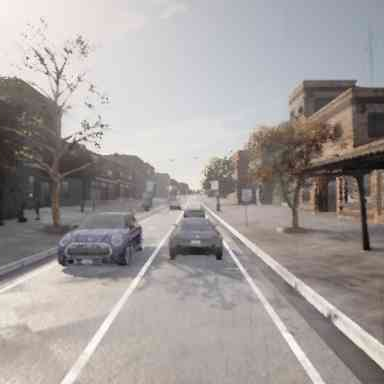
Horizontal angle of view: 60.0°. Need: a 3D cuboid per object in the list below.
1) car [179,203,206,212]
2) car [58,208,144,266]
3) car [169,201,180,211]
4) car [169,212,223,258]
[{"bbox_3d":[0.208,1.903,29.310,2.128,1.511,4.902,0,-1,0],"label":"car"},{"bbox_3d":[-3.057,1.493,12.006,2.097,1.767,4.553,0,-1,0],"label":"car"},{"bbox_3d":[-2.844,2.282,55.851,1.882,1.535,5.008,0,-1,1],"label":"car"},{"bbox_3d":[0.148,1.726,13.403,1.994,1.385,4.181,0,-1,0],"label":"car"}]
